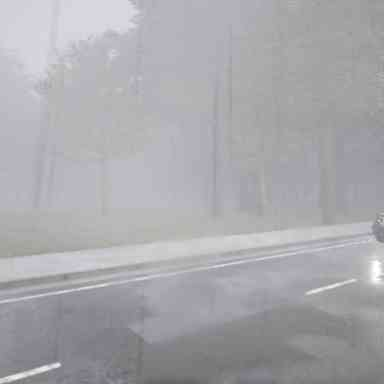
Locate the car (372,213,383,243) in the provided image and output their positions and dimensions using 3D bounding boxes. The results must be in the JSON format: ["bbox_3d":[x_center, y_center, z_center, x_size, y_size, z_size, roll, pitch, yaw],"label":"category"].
[{"bbox_3d":[10.472,1.241,15.134,5.566,2.045,2.150,0,0,-35],"label":"car"}]
